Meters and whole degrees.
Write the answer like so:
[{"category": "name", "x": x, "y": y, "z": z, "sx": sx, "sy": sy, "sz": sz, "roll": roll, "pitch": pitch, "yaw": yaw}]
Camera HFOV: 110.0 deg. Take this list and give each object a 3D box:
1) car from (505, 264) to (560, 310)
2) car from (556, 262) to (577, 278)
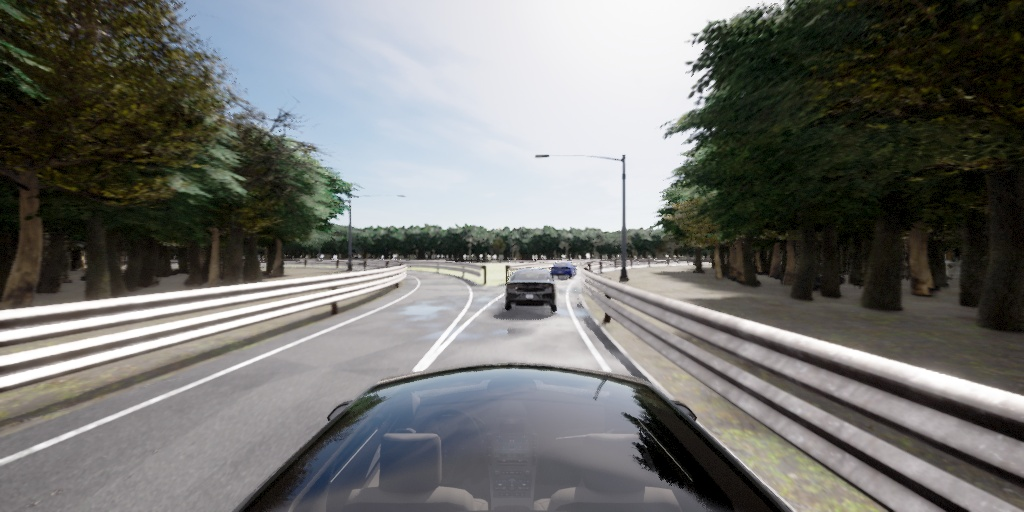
[{"category": "car", "x": 0.880, "y": 1.247, "z": 14.837, "sx": 1.882, "sy": 1.535, "sz": 5.008, "roll": 0, "pitch": 0, "yaw": 6}, {"category": "car", "x": 5.035, "y": 1.275, "z": 34.378, "sx": 1.882, "sy": 1.535, "sz": 5.008, "roll": 0, "pitch": 0, "yaw": 17}]
